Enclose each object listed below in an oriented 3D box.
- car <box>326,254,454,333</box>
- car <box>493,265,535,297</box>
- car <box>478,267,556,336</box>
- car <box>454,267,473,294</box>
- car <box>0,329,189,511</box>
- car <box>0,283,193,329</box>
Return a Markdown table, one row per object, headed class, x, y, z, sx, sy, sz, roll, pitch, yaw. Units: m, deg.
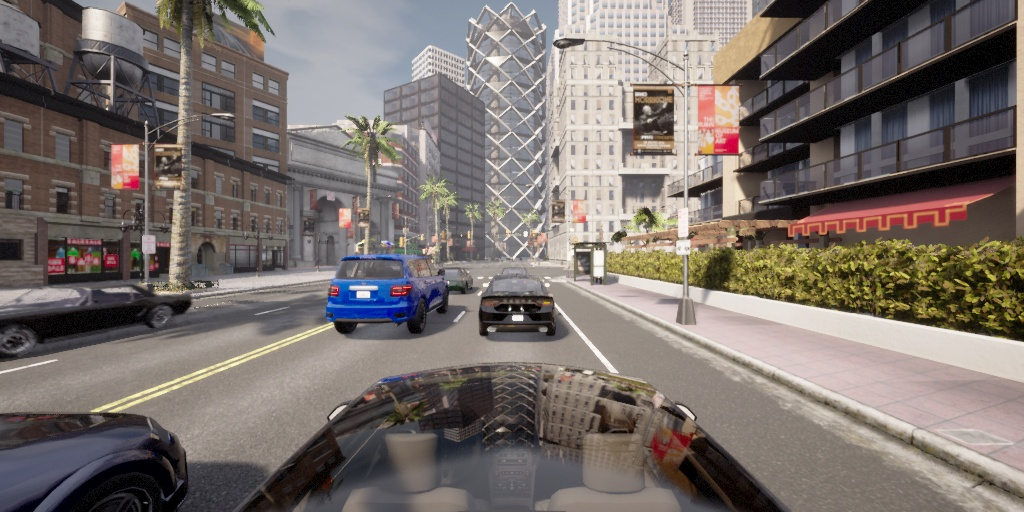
| class | x | y | z | sx | sy | sz | roll | pitch | yaw |
| --- | --- | --- | --- | --- | --- | --- | --- | --- | --- |
| car | -3.379 | 0.971 | 10.855 | 2.150 | 2.045 | 5.566 | 0 | 0 | 0 |
| car | 0.139 | 1.297 | 20.041 | 2.033 | 1.411 | 5.357 | 0 | 0 | 0 |
| car | 0.128 | 1.228 | 10.451 | 1.882 | 1.535 | 5.008 | 0 | 0 | 0 |
| car | -3.355 | 1.314 | 20.214 | 1.994 | 1.385 | 4.181 | 0 | 0 | 0 |
| car | -3.341 | 1.314 | 0.846 | 1.994 | 1.385 | 4.181 | 0 | 0 | 0 |
| car | -10.568 | 1.351 | 8.541 | 1.895 | 1.301 | 4.718 | 0 | 0 | 0 |
